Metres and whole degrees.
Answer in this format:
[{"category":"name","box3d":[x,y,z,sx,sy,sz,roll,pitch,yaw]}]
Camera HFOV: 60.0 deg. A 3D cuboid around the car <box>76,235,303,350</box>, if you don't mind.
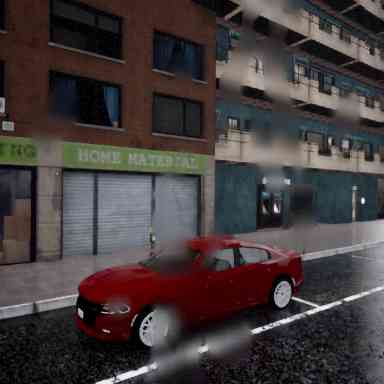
[{"category":"car","box3d":[0.185,1.545,6.219,4.507,1.381,1.887,0,1,-35]}]
